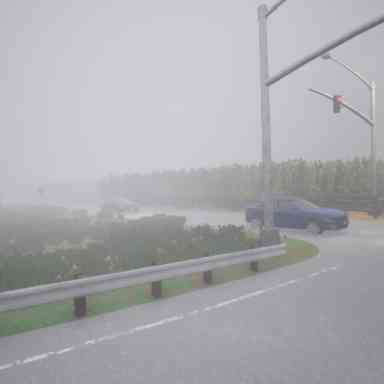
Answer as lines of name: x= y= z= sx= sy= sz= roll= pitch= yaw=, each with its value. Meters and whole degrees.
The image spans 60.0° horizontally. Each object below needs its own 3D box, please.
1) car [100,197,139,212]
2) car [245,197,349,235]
car: x=-6.485 y=1.146 z=29.114 sx=1.812 sy=1.442 sz=4.674 roll=-3 pitch=2 yaw=-41
car: x=4.802 y=1.032 z=15.880 sx=1.882 sy=1.535 sz=5.008 roll=-3 pitch=2 yaw=-40
